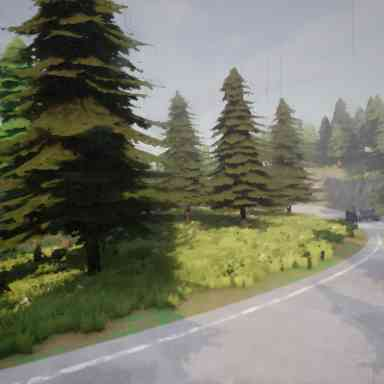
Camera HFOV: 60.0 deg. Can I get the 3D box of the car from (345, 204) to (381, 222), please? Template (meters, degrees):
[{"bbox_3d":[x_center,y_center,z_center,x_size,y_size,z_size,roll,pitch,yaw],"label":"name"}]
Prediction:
[{"bbox_3d":[16.052,1.934,31.463,2.097,1.767,4.553,-4,-2,12],"label":"car"}]
